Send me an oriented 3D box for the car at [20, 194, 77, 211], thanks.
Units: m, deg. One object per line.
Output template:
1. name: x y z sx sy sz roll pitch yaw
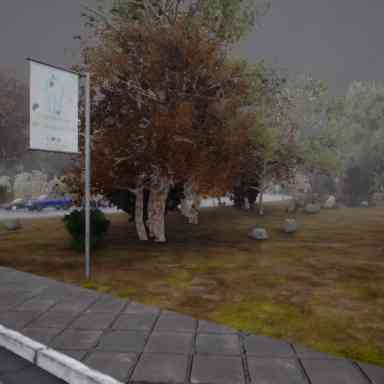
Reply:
1. car: -17.130 1.210 40.145 2.150 2.045 5.566 0 0 39

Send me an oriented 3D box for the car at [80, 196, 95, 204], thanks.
1. car: -14.844 1.318 48.739 2.097 1.767 4.553 0 0 38

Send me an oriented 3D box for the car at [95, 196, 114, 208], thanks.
1. car: -11.033 1.311 47.945 2.097 1.767 4.553 0 0 37

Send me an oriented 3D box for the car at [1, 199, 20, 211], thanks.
1. car: -20.830 1.497 41.122 1.837 1.490 4.892 0 0 38
